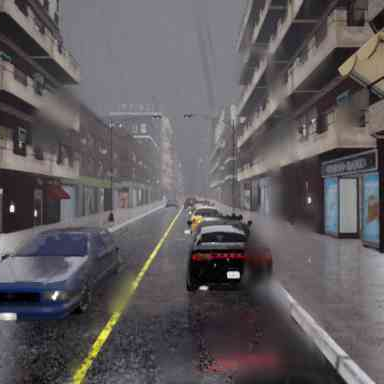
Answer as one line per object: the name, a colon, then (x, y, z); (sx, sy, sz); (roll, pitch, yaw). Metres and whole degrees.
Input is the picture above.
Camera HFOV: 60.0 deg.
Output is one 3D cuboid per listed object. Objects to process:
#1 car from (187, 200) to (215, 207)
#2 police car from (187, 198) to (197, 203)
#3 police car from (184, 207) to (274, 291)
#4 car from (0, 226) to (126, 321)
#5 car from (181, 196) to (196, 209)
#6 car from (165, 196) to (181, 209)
car: (0.795, 1.489, 19.220); (1.801, 1.575, 5.366); (0, 0, 0)
police car: (0.785, 1.480, 25.140); (1.930, 1.638, 5.238); (0, 0, 0)
police car: (0.812, 1.435, 9.138); (1.930, 1.638, 5.238); (0, 0, 0)
car: (-2.860, 1.554, 7.819); (2.033, 1.411, 5.357); (0, 0, 0)
car: (-0.049, 1.493, 47.598); (2.097, 1.767, 4.553); (0, 0, 0)
car: (-2.924, 1.695, 49.408); (2.033, 1.411, 5.357); (0, 0, 0)
